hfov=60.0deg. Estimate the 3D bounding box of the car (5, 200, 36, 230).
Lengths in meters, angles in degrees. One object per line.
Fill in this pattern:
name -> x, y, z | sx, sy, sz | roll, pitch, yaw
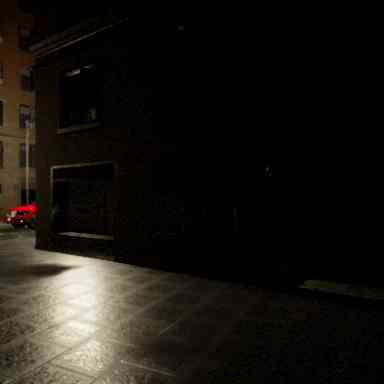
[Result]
car -> -9.425, 1.295, 22.358 | 2.150, 2.045, 5.566 | 0, 0, 35
